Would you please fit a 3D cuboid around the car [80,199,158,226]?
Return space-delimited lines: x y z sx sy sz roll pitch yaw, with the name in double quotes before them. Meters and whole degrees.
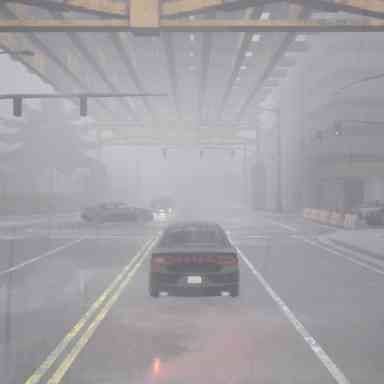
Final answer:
"car" -5.143 1.473 22.959 4.902 1.511 2.128 0 0 -20

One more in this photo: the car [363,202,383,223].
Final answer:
"car" 13.262 1.240 20.940 4.536 1.218 1.853 0 0 -20

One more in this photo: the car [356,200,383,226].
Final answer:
"car" 13.213 1.398 20.922 4.974 1.542 2.038 0 0 -20

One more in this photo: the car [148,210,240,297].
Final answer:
"car" 0.051 1.468 8.617 1.882 1.535 5.008 0 0 0

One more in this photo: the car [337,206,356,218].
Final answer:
"car" 13.577 1.234 25.059 4.536 1.218 1.853 0 0 25

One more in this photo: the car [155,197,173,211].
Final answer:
"car" -3.677 1.450 38.330 2.128 1.511 4.902 0 0 0
